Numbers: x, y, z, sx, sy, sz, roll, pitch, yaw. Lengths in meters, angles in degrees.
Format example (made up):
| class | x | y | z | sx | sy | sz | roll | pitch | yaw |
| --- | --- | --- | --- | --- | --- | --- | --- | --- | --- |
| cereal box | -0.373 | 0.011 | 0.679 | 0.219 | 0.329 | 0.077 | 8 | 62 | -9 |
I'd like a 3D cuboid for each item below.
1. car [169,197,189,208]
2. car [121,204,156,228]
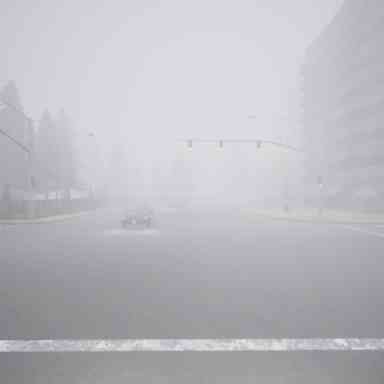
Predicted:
| class | x | y | z | sx | sy | sz | roll | pitch | yaw |
| --- | --- | --- | --- | --- | --- | --- | --- | --- | --- |
| car | -1.859 | 1.465 | 47.487 | 2.128 | 1.511 | 4.902 | 0 | 0 | 16 |
| car | -3.496 | 1.554 | 22.354 | 1.812 | 1.442 | 4.674 | 0 | 0 | 0 |
